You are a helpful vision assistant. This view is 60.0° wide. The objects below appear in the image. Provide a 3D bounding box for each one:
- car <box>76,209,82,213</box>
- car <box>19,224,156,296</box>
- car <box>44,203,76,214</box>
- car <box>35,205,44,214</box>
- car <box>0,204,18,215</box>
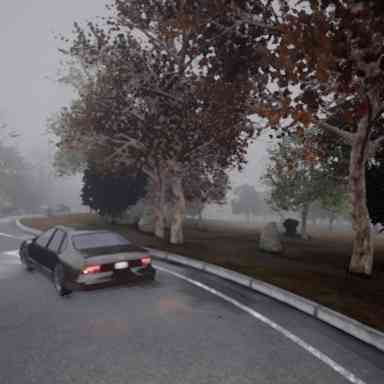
[{"bbox_3d":[-23.580,4.072,67.014,1.994,1.385,4.181,0,-5,-3],"label":"car"},{"bbox_3d":[-3.032,1.558,8.794,2.033,1.411,5.357,0,0,-39],"label":"car"},{"bbox_3d":[-18.778,2.410,47.598,2.128,1.511,4.902,0,-4,-4],"label":"car"},{"bbox_3d":[-22.727,2.772,51.686,1.812,1.442,4.674,0,-5,-3],"label":"car"},{"bbox_3d":[-21.934,1.995,38.140,1.895,1.301,4.718,0,-2,-3],"label":"car"}]
